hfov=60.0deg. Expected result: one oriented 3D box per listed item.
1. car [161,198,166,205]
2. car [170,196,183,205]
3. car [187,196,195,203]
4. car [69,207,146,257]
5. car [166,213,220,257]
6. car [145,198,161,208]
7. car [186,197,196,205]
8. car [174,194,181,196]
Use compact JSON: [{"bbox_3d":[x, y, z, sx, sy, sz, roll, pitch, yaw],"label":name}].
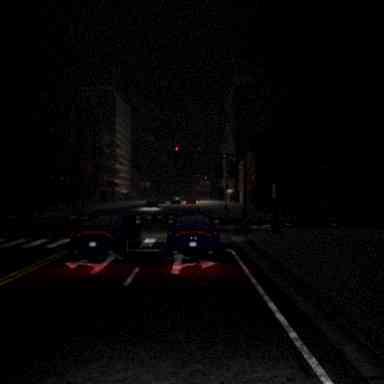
[{"bbox_3d":[-6.666,1.928,70.731,1.812,1.442,4.674,0,0,0],"label":"car"},{"bbox_3d":[-3.412,2.020,69.058,1.895,1.301,4.718,0,0,0],"label":"car"},{"bbox_3d":[-0.186,1.832,79.040,1.882,1.535,5.008,0,0,0],"label":"car"},{"bbox_3d":[-3.219,1.563,13.292,1.882,1.535,5.008,0,0,0],"label":"car"},{"bbox_3d":[0.064,1.563,13.301,1.882,1.535,5.008,0,0,1],"label":"car"},{"bbox_3d":[-6.693,1.943,55.232,1.895,1.301,4.718,0,0,0],"label":"car"},{"bbox_3d":[-0.161,1.777,69.007,2.097,1.767,4.553,0,0,0],"label":"car"},{"bbox_3d":[-3.436,1.579,79.064,2.150,2.045,5.566,0,0,0],"label":"car"}]
